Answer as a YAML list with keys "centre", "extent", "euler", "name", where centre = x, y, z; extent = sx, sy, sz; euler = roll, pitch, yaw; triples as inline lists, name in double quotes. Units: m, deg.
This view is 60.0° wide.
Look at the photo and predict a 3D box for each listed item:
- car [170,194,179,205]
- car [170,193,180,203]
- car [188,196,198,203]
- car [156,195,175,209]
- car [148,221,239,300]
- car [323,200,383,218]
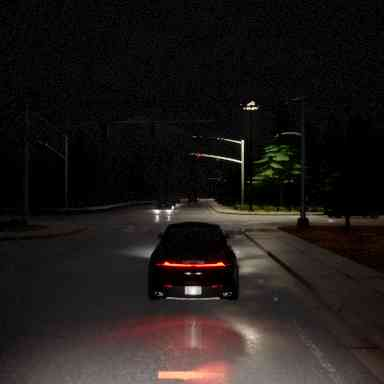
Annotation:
- centre: [-3.626, 1.547, 54.744]
  extent: [2.033, 1.411, 5.357]
  euler: [0, 0, 0]
  name: "car"
- centre: [-3.488, 1.221, 65.375]
  extent: [2.150, 2.045, 5.566]
  euler: [0, 0, 1]
  name: "car"
- centre: [0.169, 1.546, 67.289]
  extent: [2.033, 1.411, 5.357]
  euler: [0, 0, 2]
  name: "car"
- centre: [-3.634, 1.504, 44.297]
  extent: [1.837, 1.490, 4.892]
  euler: [0, 0, 0]
  name: "car"
- centre: [0.041, 1.501, 8.354]
  extent: [1.837, 1.490, 4.892]
  euler: [0, 0, 0]
  name: "car"
- centre: [14.265, 1.504, 29.508]
  extent: [5.008, 1.535, 1.882]
  euler: [0, 0, 1]
  name: "car"
